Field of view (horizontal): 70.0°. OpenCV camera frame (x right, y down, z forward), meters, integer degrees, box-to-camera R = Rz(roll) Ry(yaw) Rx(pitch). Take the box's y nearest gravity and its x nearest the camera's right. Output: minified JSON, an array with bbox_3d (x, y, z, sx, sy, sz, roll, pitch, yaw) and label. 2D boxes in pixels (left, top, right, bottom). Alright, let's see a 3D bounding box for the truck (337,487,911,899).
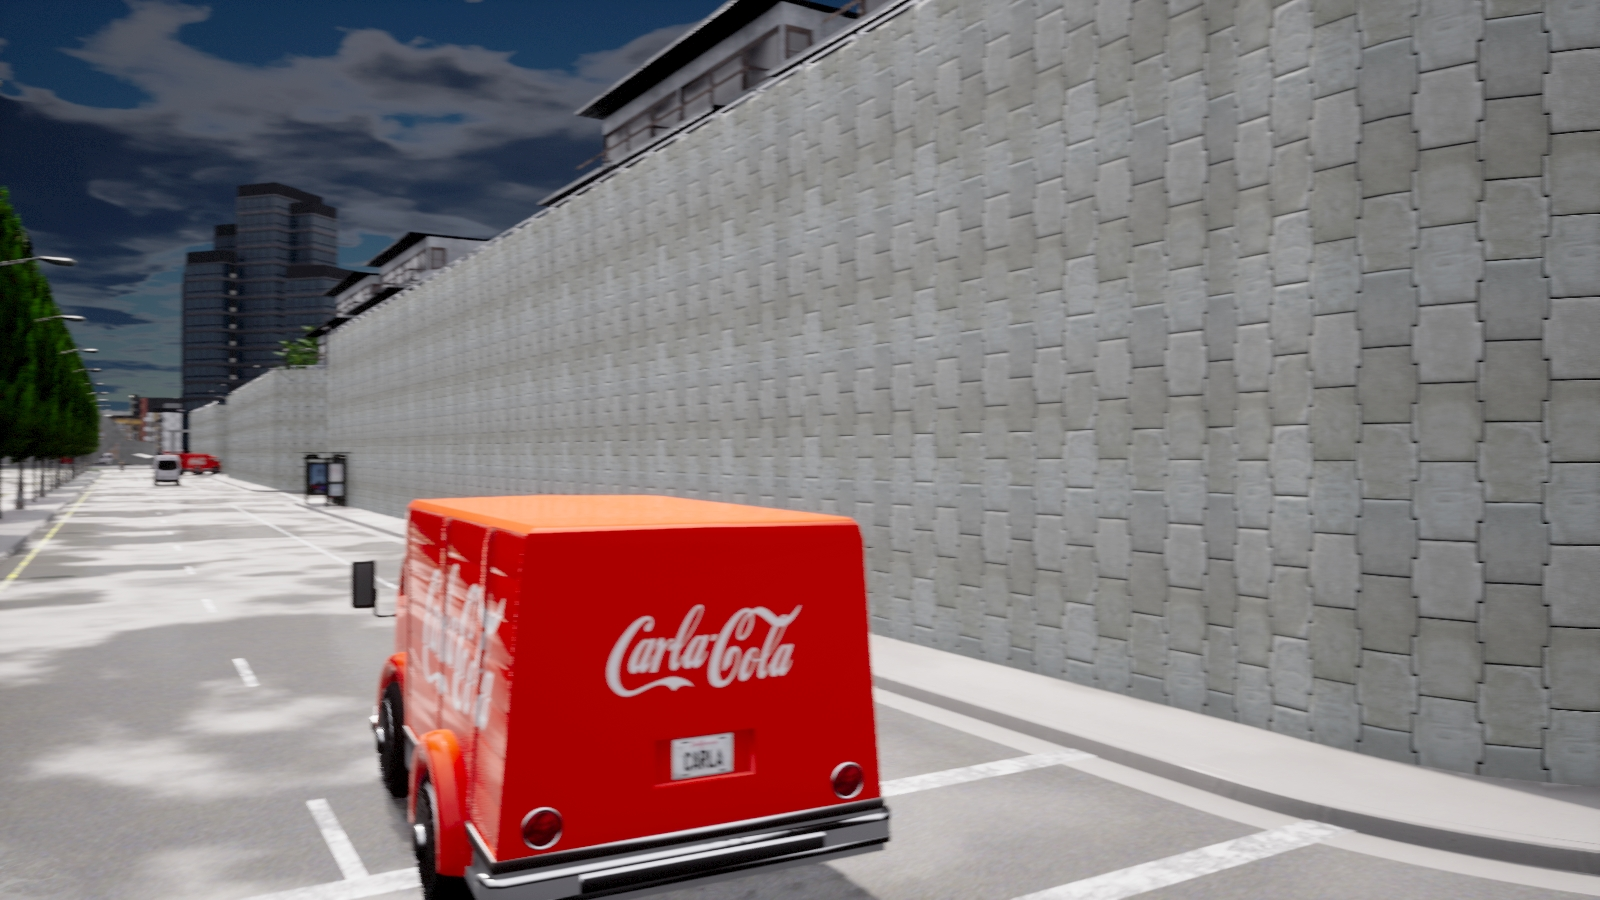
[{"bbox_3d":[-1.730,1.594,8.532,2.627,2.467,5.204,0,0,-29],"label":"truck"}]
